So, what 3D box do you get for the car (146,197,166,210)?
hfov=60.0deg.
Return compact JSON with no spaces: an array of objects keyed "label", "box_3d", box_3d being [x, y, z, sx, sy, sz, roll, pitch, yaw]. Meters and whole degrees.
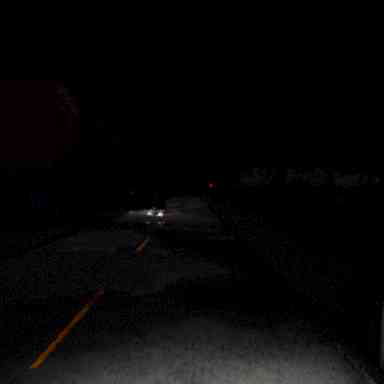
[{"label":"car","box_3d":[-4.033,1.314,38.236,2.033,1.411,5.357,0,0,1]}]
